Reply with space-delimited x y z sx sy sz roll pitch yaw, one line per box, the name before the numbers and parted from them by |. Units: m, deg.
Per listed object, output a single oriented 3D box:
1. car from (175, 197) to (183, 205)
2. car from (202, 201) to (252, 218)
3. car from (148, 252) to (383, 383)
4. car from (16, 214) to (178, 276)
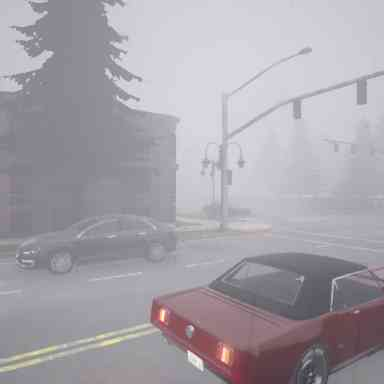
car | -3.420 1.526 60.039 1.812 1.442 4.674 0 0 -33
car | 3.079 1.547 30.739 2.033 1.411 5.357 0 0 -33
car | 1.881 1.601 4.976 4.718 1.301 1.895 0 0 -34
car | -2.767 1.505 10.463 4.892 1.490 1.837 0 0 -33
